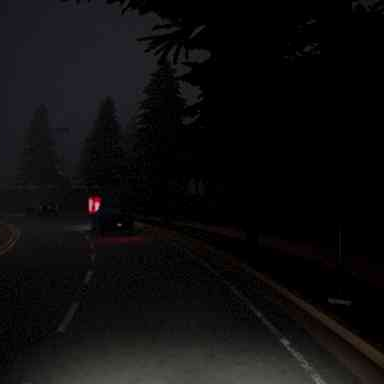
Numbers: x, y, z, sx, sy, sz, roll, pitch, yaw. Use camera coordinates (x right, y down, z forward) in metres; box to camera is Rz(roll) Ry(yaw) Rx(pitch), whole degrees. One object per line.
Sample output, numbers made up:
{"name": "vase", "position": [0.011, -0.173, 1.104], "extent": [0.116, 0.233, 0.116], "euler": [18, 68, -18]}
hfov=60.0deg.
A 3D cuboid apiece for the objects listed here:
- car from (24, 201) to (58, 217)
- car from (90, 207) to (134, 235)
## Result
{"name": "car", "position": [-16.160, 1.702, 35.522], "extent": [4.553, 1.767, 2.097], "euler": [-1, -1, 44]}
{"name": "car", "position": [-4.952, 1.655, 20.235], "extent": [1.882, 1.535, 5.008], "euler": [0, -1, -24]}
